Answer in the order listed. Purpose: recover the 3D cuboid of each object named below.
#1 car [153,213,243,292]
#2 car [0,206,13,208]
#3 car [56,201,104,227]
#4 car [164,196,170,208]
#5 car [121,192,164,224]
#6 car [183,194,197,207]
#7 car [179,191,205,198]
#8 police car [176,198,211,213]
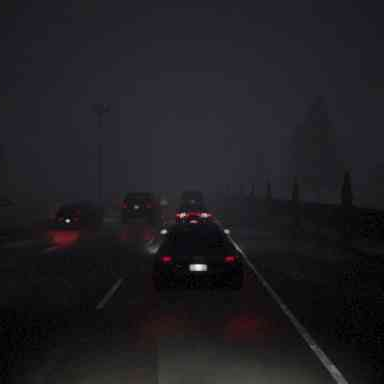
[{"bbox_3d":[0.101,1.486,8.758,1.994,1.385,4.181,0,1,-1],"label":"car"},{"bbox_3d":[-14.126,1.149,22.902,2.097,1.767,4.553,0,1,0],"label":"car"},{"bbox_3d":[-6.922,1.319,20.949,1.837,1.490,4.892,0,0,0],"label":"car"},{"bbox_3d":[-3.742,1.169,40.560,1.812,1.442,4.674,0,0,-2],"label":"car"},{"bbox_3d":[-3.428,1.016,23.179,2.150,2.045,5.566,0,0,0],"label":"car"},{"bbox_3d":[-0.321,1.075,43.290,1.801,1.575,5.366,0,1,-2],"label":"car"},{"bbox_3d":[0.001,0.944,30.725,2.150,2.045,5.566,0,0,-1],"label":"car"},{"bbox_3d":[0.081,1.334,18.890,2.038,1.542,4.974,0,0,0],"label":"police car"}]
